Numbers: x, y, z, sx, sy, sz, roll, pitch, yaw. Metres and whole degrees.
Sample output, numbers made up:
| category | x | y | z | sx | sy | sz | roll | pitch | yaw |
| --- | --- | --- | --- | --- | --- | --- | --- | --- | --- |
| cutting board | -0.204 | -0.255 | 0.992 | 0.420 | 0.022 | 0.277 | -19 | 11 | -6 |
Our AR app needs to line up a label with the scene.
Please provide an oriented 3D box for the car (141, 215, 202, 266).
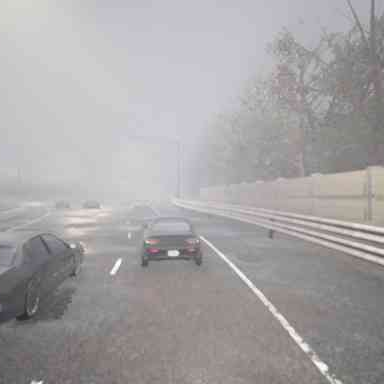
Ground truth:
| category | x | y | z | sx | sy | sz | roll | pitch | yaw |
| --- | --- | --- | --- | --- | --- | --- | --- | --- | --- |
| car | -0.754 | 1.527 | 11.472 | 1.812 | 1.442 | 4.674 | 0 | 0 | -6 |

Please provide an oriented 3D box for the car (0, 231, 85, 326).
| category | x | y | z | sx | sy | sz | roll | pitch | yaw |
| --- | --- | --- | --- | --- | --- | --- | --- | --- | --- |
| car | -3.813 | 1.560 | 7.177 | 2.033 | 1.411 | 5.357 | 0 | 0 | -5 |

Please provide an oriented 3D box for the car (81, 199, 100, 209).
| category | x | y | z | sx | sy | sz | roll | pitch | yaw |
| --- | --- | --- | --- | --- | --- | --- | --- | --- | --- |
| car | -14.066 | 1.608 | 45.979 | 1.994 | 1.385 | 4.181 | 0 | 0 | -25 |

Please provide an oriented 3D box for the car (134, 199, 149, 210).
| category | x | y | z | sx | sy | sz | roll | pitch | yaw |
| --- | --- | --- | --- | --- | --- | --- | --- | --- | --- |
| car | -6.666 | 1.618 | 44.216 | 1.895 | 1.301 | 4.718 | 0 | 0 | -8 |

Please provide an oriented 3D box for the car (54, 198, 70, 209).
| category | x | y | z | sx | sy | sz | roll | pitch | yaw |
| --- | --- | --- | --- | --- | --- | --- | --- | --- | --- |
| car | -18.147 | 1.550 | 46.416 | 2.128 | 1.511 | 4.902 | 0 | 0 | -26 |
